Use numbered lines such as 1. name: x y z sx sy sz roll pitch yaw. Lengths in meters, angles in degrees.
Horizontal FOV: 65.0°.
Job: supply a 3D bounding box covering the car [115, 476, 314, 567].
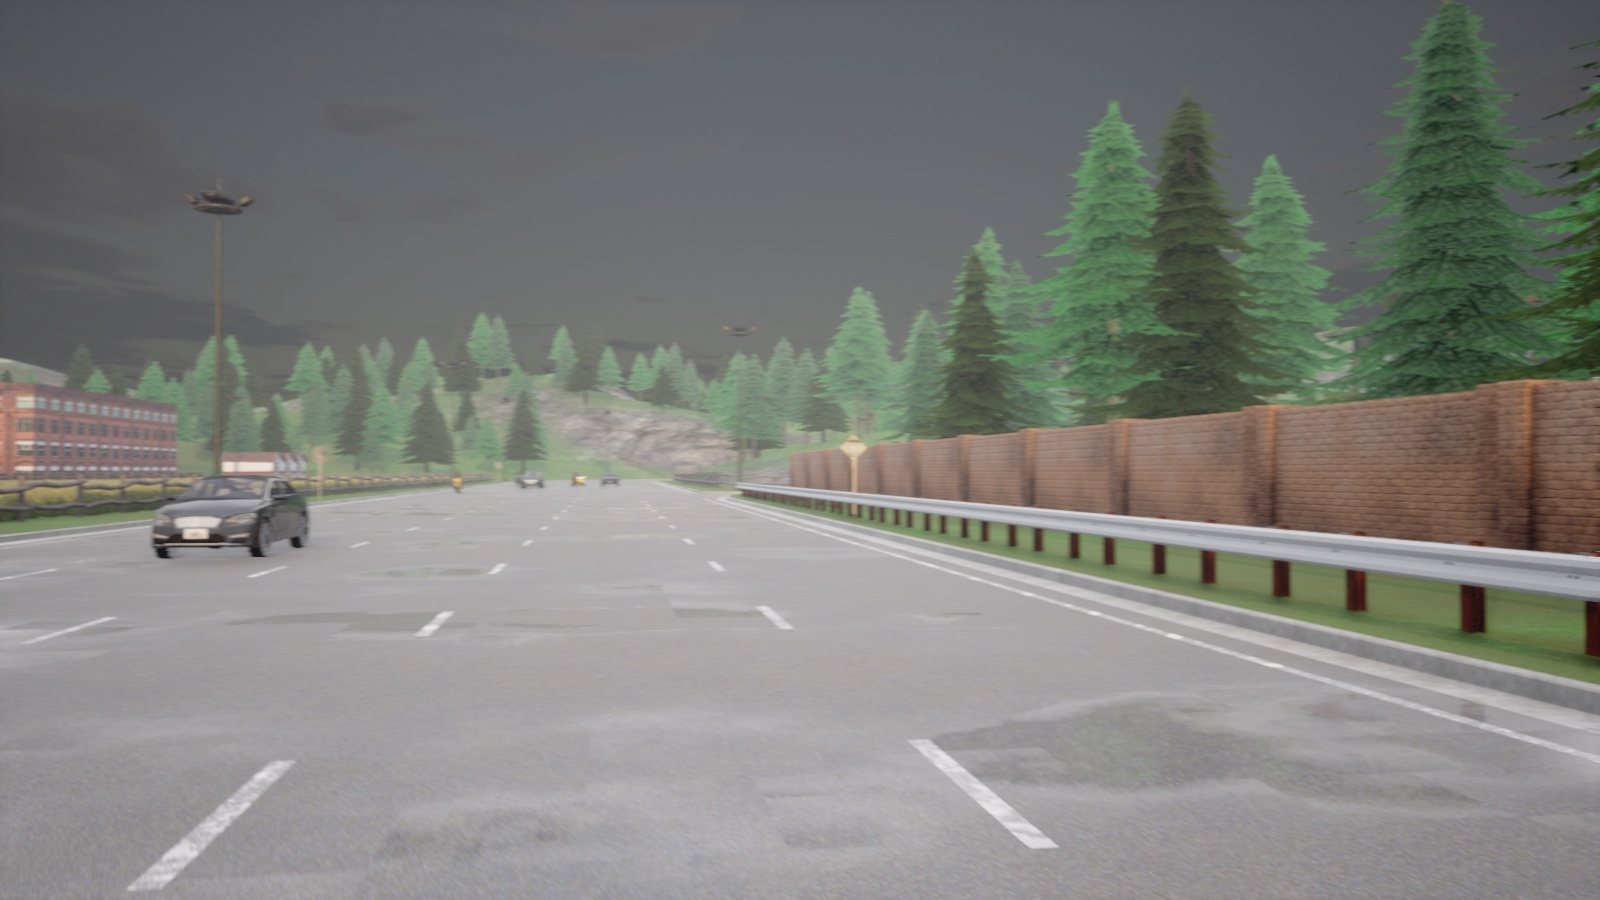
1. car: -10.863 1.259 23.737 2.128 1.511 4.902 0 -1 -9
